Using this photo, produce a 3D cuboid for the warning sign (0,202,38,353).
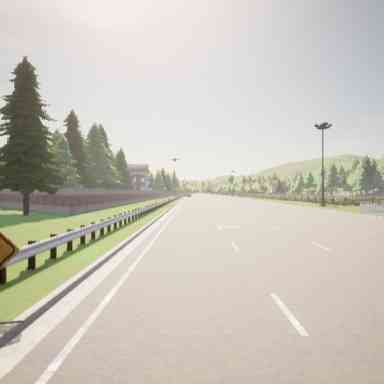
[{"bbox_3d":[-3.050,1.087,4.649,1.300,1.860,1.060,0,0,0],"label":"warning sign"}]
